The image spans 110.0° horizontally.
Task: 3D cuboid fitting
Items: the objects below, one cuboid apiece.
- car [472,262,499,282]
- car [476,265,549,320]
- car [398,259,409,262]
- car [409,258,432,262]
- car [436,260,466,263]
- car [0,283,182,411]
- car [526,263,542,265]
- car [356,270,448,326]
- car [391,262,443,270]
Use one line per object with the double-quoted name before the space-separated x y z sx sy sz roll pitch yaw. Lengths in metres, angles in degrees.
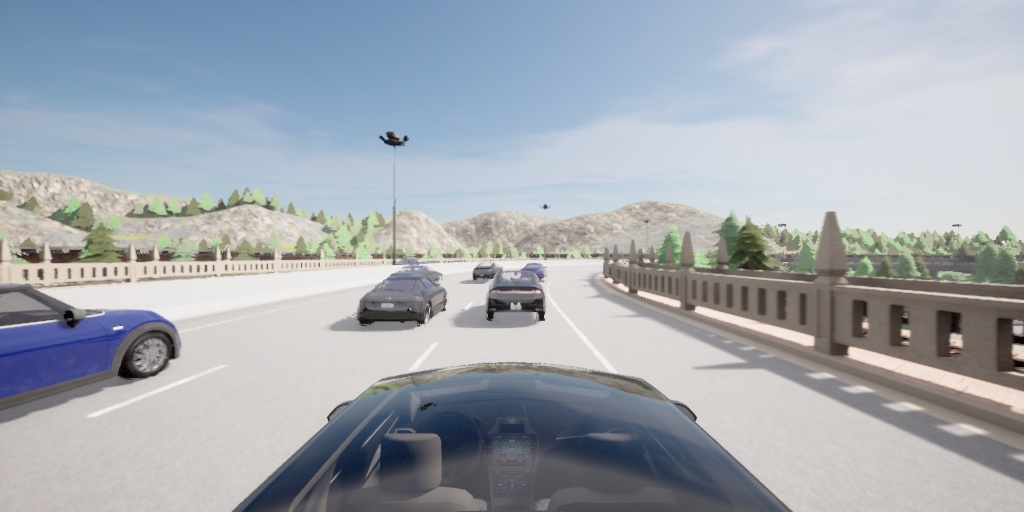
"car" -1.839 1.263 29.311 2.128 1.511 4.902 0 0 10
"car" 0.137 1.250 12.614 2.128 1.511 4.902 0 0 1
"car" -14.634 1.139 49.639 2.097 1.767 4.553 0 0 20
"car" -11.255 1.334 48.910 2.033 1.411 5.357 0 0 20
"car" -7.732 1.277 48.228 2.128 1.511 4.902 0 0 20
"car" -6.899 1.104 4.431 2.097 1.767 4.553 0 0 0
"car" 1.916 1.299 30.513 1.812 1.442 4.674 0 0 10
"car" -3.370 1.322 11.764 1.994 1.385 4.181 0 0 1
"car" -6.225 1.315 23.863 2.033 1.411 5.357 0 0 7
